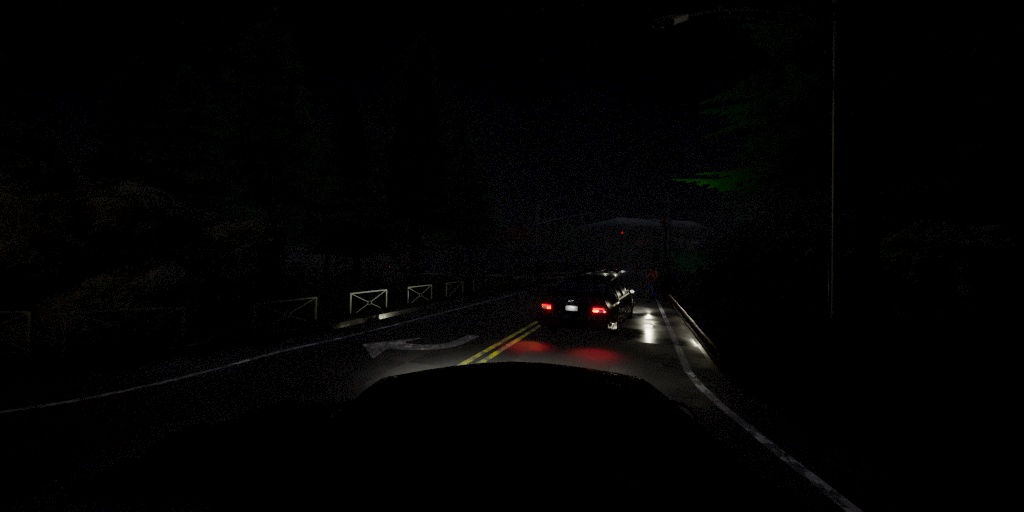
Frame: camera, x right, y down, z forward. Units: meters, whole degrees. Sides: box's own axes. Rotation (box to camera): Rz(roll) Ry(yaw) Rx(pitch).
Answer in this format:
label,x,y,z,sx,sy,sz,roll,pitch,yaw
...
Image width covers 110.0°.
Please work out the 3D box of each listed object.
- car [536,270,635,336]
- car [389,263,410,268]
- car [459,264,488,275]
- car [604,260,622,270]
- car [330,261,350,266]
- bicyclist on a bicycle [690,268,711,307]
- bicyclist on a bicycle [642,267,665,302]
label,x,y,z,sx,sy,sz,roll,pitch,yaw
car,2.361,1.263,10.316,2.033,1.411,5.357,1,-1,24
car,-14.491,1.599,48.270,4.181,1.385,1.994,1,-1,21
car,-5.111,1.721,44.816,4.181,1.385,1.994,1,-1,20
car,16.687,1.771,59.857,2.150,2.045,5.566,1,-1,20
car,-24.239,1.460,52.157,5.357,1.411,2.033,1,-1,24
bicyclist on a bicycle,7.960,1.325,15.107,1.656,1.620,0.582,1,-1,-34
bicyclist on a bicycle,6.523,1.313,16.499,1.656,1.620,0.582,1,-1,-31
